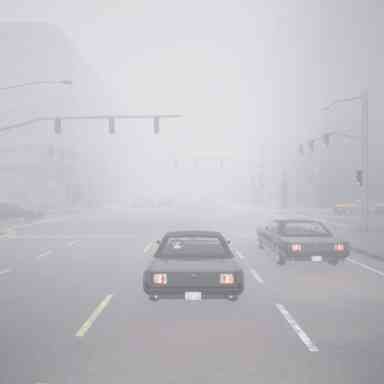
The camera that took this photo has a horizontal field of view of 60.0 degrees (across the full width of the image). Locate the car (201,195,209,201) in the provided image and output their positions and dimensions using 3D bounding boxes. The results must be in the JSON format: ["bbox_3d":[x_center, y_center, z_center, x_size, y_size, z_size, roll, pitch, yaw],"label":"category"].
[{"bbox_3d":[3.343,1.550,87.383,1.994,1.385,4.181,0,0,1],"label":"car"}]

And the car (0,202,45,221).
[{"bbox_3d":[-14.432,1.576,27.096,4.674,1.442,1.812,0,0,0],"label":"car"}]

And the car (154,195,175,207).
[{"bbox_3d":[-4.065,1.546,50.263,2.033,1.411,5.357,0,0,0],"label":"car"}]

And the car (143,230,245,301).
[{"bbox_3d":[0.038,1.601,8.267,1.895,1.301,4.718,0,0,0],"label":"car"}]

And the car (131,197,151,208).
[{"bbox_3d":[-7.547,1.503,47.854,1.837,1.490,4.892,0,0,0],"label":"car"}]

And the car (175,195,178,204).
[{"bbox_3d":[-3.984,1.503,60.106,1.837,1.490,4.892,0,0,1],"label":"car"}]

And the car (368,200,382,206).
[{"bbox_3d":[19.254,1.546,30.777,4.902,1.511,2.128,0,0,0],"label":"car"}]

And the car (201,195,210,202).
[{"bbox_3d":[3.248,1.593,77.408,1.895,1.301,4.718,0,0,1],"label":"car"}]

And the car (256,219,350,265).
[{"bbox_3d":[3.542,1.600,11.655,1.895,1.301,4.718,0,0,0],"label":"car"}]

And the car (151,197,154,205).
[{"bbox_3d":[-7.516,1.545,58.421,2.033,1.411,5.357,0,0,0],"label":"car"}]

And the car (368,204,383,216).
[{"bbox_3d":[3.593,1.221,1.903,2.150,2.045,5.566,0,0,0],"label":"car"}]

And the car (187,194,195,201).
[{"bbox_3d":[-0.159,1.352,87.252,2.097,1.767,4.553,0,0,1],"label":"car"}]

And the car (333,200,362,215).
[{"bbox_3d":[17.189,1.532,34.278,5.008,1.535,1.882,0,0,0],"label":"car"}]
